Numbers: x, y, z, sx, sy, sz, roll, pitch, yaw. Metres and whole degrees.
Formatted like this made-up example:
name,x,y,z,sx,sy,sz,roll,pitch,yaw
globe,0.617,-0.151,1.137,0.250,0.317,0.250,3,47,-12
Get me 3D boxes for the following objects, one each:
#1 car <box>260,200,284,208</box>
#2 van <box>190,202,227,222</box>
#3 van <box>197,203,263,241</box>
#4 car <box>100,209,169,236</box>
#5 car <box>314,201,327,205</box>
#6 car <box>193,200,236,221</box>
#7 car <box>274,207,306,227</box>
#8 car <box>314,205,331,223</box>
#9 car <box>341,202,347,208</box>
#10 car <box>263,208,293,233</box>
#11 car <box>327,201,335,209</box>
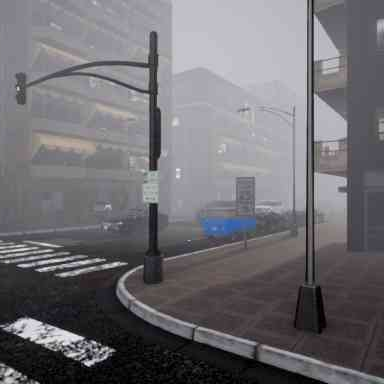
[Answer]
name,x,y,z,sx,sy,sz,roll,pitch,yaw
car,8.843,1.954,38.253,2.150,2.045,5.566,0,-1,36
van,1.681,1.903,32.708,1.690,1.788,3.998,-1,-2,35
van,2.230,1.704,18.786,1.690,1.788,3.998,-1,-2,35
car,-3.490,1.815,20.939,2.128,1.511,4.902,0,-1,35
car,24.155,2.889,64.301,1.802,1.307,4.206,-1,-2,35
car,2.647,1.749,29.551,2.150,2.045,5.566,0,-1,37
car,8.514,2.158,27.906,1.802,1.307,4.206,-1,-2,35
car,11.725,2.233,32.422,2.008,1.369,4.403,-1,-2,35
car,40.111,3.375,86.737,1.752,1.417,4.829,-1,-2,35
car,5.304,2.035,23.393,1.947,1.339,4.313,-1,-2,35
car,27.364,2.728,68.821,2.192,1.841,5.009,-1,-2,35
